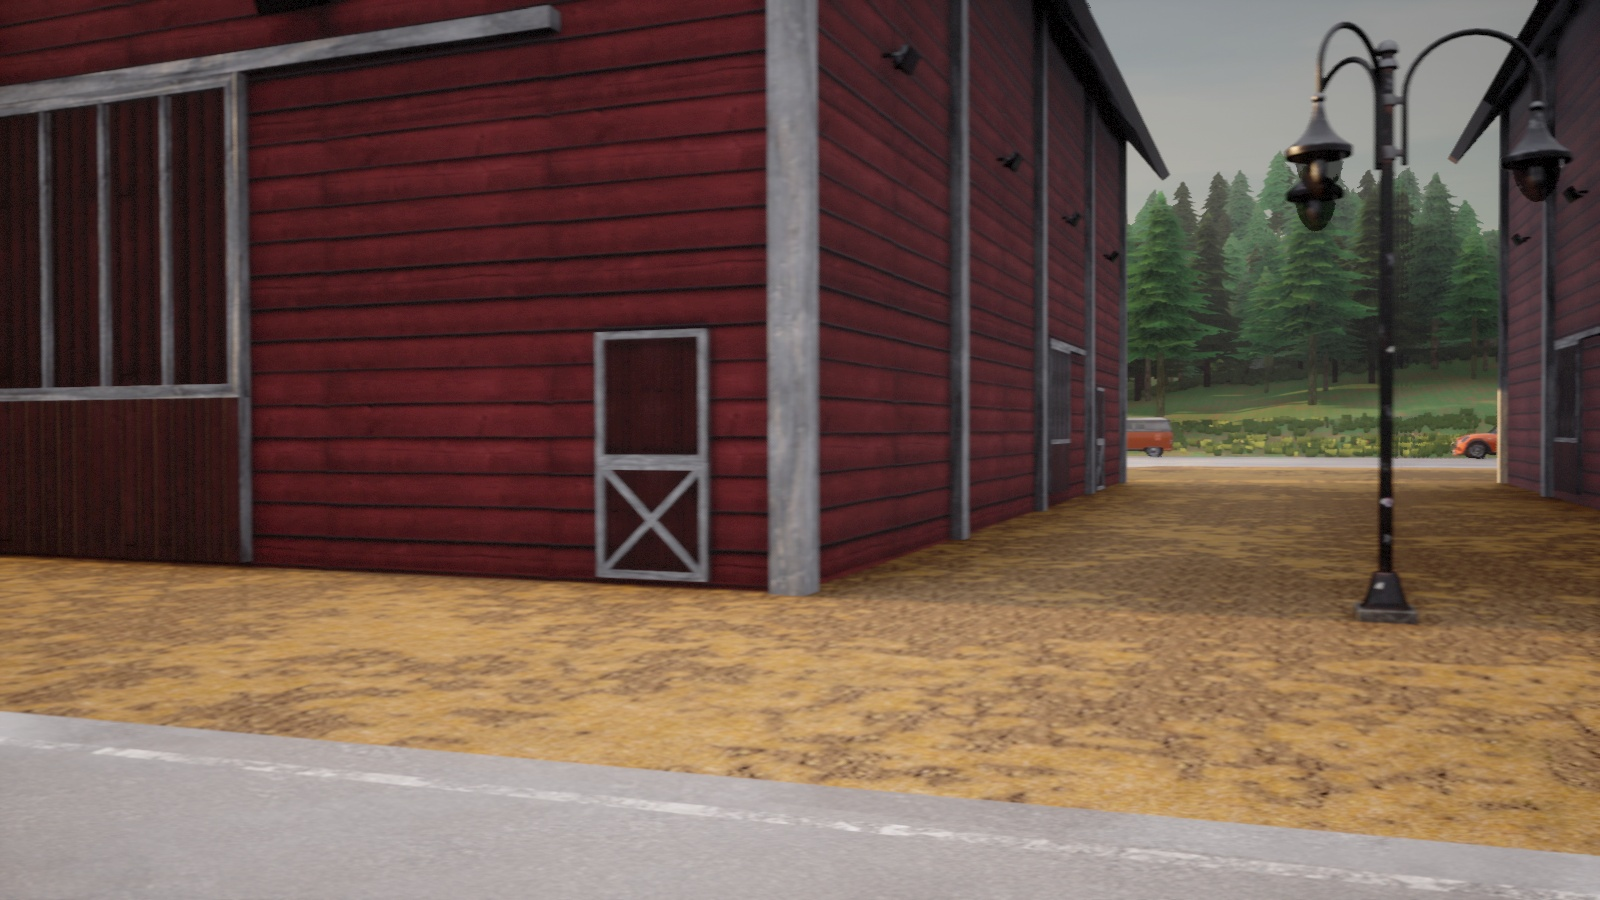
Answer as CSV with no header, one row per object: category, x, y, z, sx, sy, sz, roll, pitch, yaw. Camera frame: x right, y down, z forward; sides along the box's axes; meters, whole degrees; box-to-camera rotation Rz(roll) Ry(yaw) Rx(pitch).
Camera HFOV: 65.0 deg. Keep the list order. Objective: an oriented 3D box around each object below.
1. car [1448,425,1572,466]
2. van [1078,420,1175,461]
car,31.574,-0.236,56.031,4.553,1.767,2.097,1,1,22
van,16.201,-0.499,62.245,4.442,1.987,1.775,1,1,22
